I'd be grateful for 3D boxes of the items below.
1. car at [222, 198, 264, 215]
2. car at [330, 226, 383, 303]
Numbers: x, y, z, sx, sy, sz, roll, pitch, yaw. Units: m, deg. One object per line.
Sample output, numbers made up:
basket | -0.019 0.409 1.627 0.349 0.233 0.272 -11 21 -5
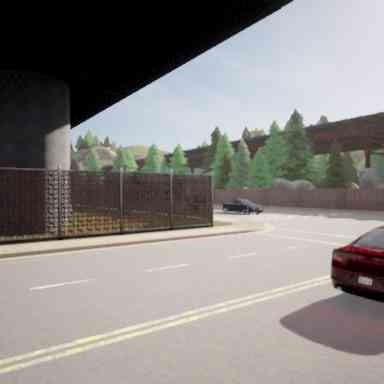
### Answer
car | 5.035 1.430 33.315 1.837 1.490 4.892 0 0 -36
car | 5.160 1.451 7.454 5.008 1.535 1.882 0 0 -35
